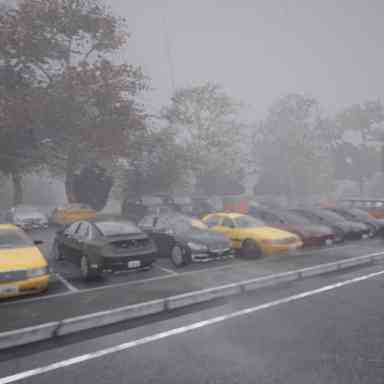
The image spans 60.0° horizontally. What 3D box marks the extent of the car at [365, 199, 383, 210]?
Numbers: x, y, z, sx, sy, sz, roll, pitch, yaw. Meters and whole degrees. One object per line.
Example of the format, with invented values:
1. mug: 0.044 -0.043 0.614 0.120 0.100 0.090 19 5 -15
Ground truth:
1. car: 28.059 1.833 48.174 2.163 1.488 4.792 1 0 -35

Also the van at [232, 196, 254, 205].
1. van: 3.156 1.321 30.635 1.878 1.987 4.442 0 0 -35

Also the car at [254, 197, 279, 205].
1. car: 5.477 1.554 32.150 2.097 1.535 5.008 0 0 -35

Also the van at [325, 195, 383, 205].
1. van: 10.680 1.323 19.935 1.878 1.987 4.442 0 0 -35

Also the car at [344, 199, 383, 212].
1. car: 23.636 1.739 44.836 1.946 1.575 5.366 1 0 -35

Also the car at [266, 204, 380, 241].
1. car: 6.240 1.565 16.597 2.163 1.488 4.792 0 0 -35

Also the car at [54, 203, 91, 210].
1. car: -8.060 1.513 22.505 2.097 1.535 5.008 0 0 -35

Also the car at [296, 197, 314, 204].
1. car: 9.975 1.606 35.379 2.163 1.488 4.792 0 0 -35

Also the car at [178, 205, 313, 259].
1. car: 1.806 1.519 13.251 1.946 1.575 5.366 0 0 -35

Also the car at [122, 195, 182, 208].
1. car: -3.531 1.276 25.700 2.435 2.045 5.566 0 0 -35

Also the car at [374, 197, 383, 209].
1. car: 30.181 1.708 49.758 2.185 1.767 4.553 1 0 -35

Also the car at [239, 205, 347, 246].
1. car: 3.978 1.558 14.988 2.163 1.488 4.792 0 0 -35

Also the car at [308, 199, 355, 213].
1. car: 16.775 1.679 40.147 2.163 1.488 4.792 1 0 -35

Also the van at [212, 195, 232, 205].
1. van: 1.034 1.315 28.839 1.878 1.987 4.442 0 0 -35

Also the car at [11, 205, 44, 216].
1. car: -10.423 1.546 20.833 2.002 1.452 4.674 0 0 -35

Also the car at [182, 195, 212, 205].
1. car: -1.274 1.282 27.305 2.435 2.045 5.566 0 0 -35

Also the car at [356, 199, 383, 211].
1. car: 25.787 1.813 46.590 2.002 1.452 4.674 1 0 -35

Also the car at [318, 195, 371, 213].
1. car: 19.001 1.429 41.800 2.435 2.045 5.566 1 0 -35

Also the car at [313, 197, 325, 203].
1. car: 12.126 1.624 36.909 2.163 1.488 4.792 1 0 -35

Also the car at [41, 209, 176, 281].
1. car: -2.822 1.509 10.178 2.231 1.521 4.892 0 0 -35

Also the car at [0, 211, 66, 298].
1. car: -4.980 1.498 8.423 1.946 1.575 5.366 0 0 -35

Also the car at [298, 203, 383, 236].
1. car: 8.502 1.572 18.207 2.163 1.488 4.792 0 0 -35

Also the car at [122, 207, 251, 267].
1. car: -0.567 1.516 11.798 2.231 1.521 4.892 0 0 -35

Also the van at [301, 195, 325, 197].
1. van: 14.335 1.394 38.589 1.878 1.987 4.442 1 0 -35

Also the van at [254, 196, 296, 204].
1. van: 7.814 1.338 33.673 1.878 1.987 4.442 0 0 -36
